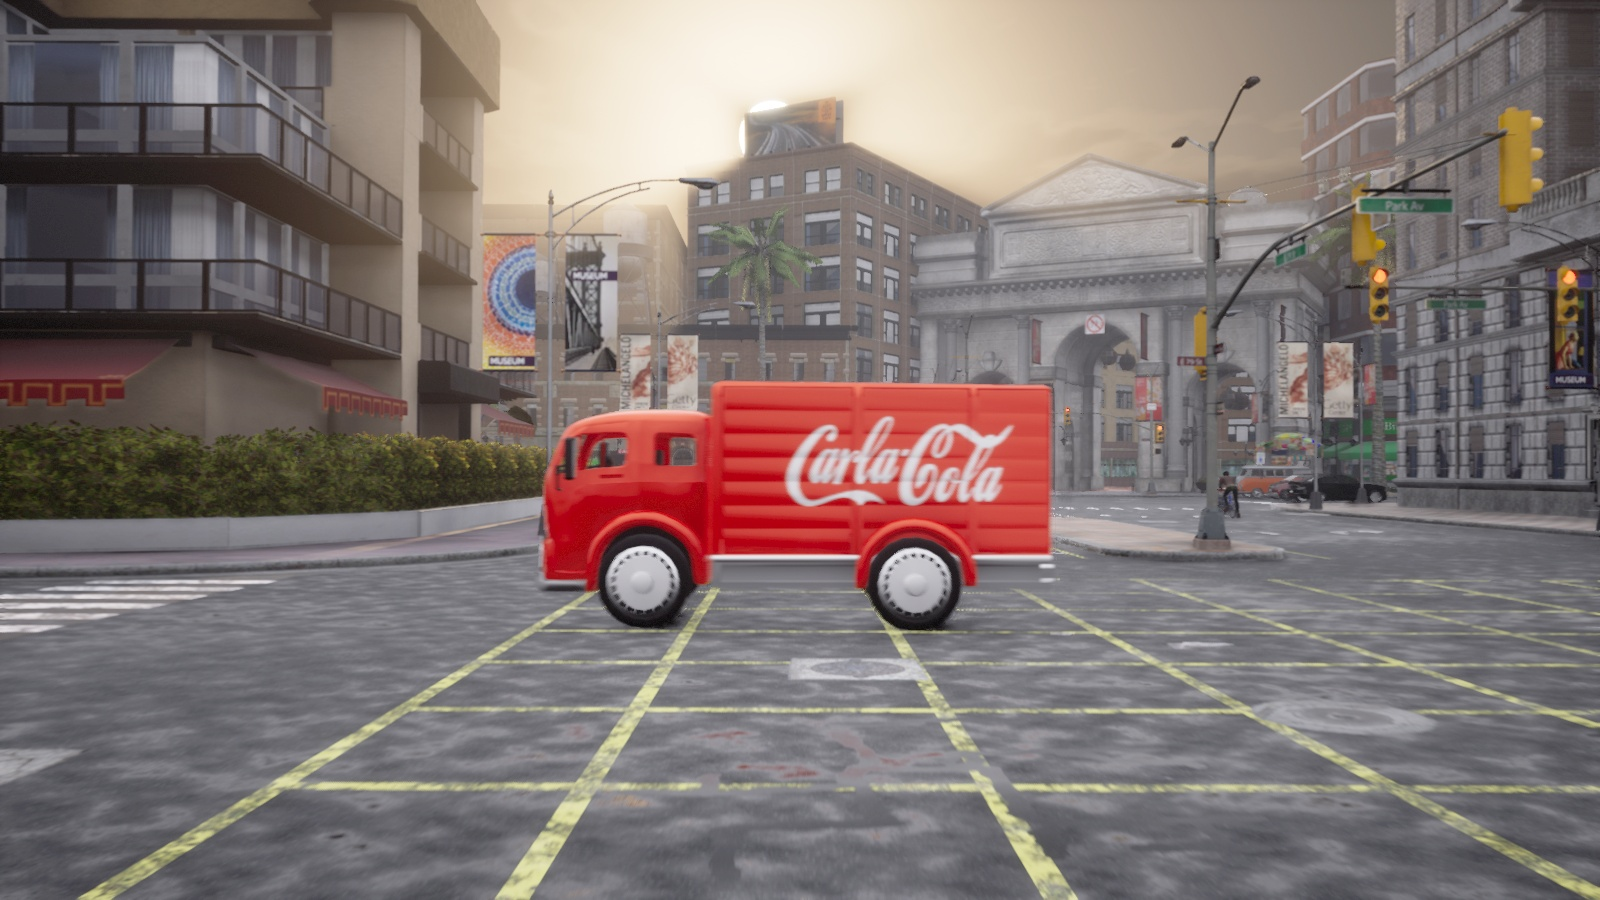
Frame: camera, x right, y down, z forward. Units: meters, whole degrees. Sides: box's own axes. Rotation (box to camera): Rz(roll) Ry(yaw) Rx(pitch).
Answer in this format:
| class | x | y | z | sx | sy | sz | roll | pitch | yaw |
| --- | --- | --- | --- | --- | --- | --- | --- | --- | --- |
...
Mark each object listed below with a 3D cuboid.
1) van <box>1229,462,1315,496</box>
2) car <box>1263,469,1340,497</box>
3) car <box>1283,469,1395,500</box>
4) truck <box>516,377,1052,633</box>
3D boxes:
| class | x | y | z | sx | sy | sz | roll | pitch | yaw |
| --- | --- | --- | --- | --- | --- | --- | --- | --- | --- |
| van | 28.236 | 1.713 | 75.174 | 4.442 | 1.987 | 1.775 | 0 | -1 | 0 |
| car | 28.590 | 1.879 | 71.670 | 3.705 | 1.549 | 1.789 | 0 | -1 | 0 |
| car | 27.700 | 1.763 | 64.626 | 5.008 | 1.535 | 1.882 | 0 | -1 | -6 |
| truck | -0.167 | 0.555 | 13.528 | 5.204 | 2.467 | 2.627 | 0 | -1 | 0 |
